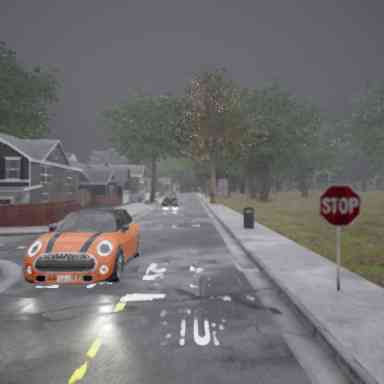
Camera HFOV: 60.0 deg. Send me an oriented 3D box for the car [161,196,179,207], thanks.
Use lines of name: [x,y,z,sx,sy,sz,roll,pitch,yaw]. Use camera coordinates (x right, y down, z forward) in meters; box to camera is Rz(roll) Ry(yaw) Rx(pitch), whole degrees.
car: [-2.718,1.180,41.954,1.994,1.385,4.181,0,1,0]

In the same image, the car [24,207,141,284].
car: [-2.752,1.268,9.373,2.097,1.767,4.553,0,0,0]
